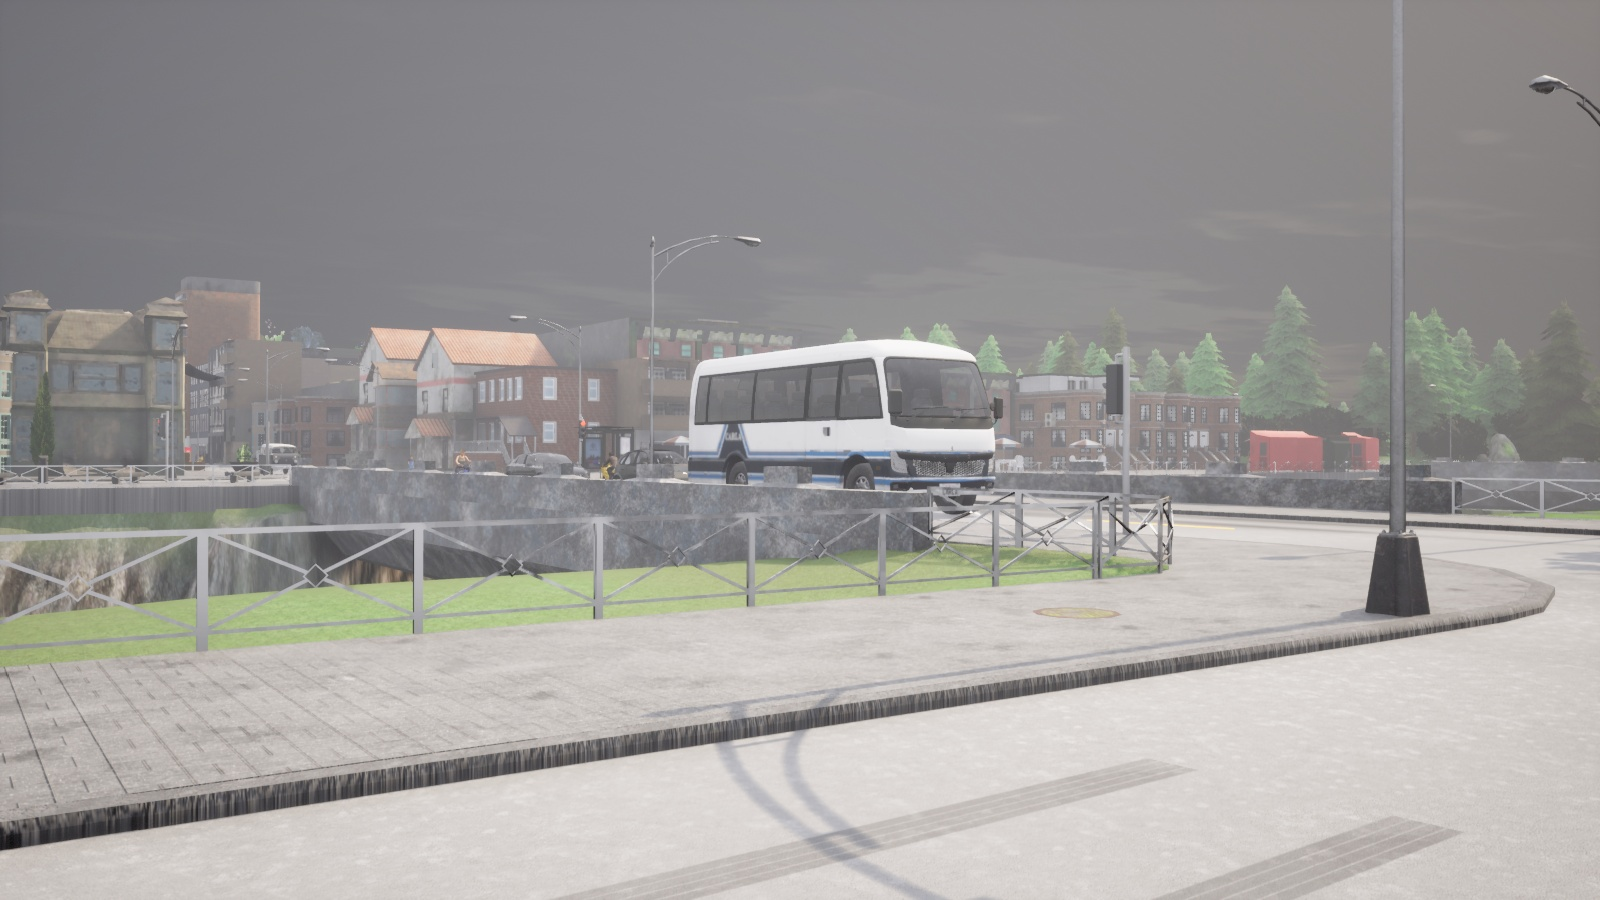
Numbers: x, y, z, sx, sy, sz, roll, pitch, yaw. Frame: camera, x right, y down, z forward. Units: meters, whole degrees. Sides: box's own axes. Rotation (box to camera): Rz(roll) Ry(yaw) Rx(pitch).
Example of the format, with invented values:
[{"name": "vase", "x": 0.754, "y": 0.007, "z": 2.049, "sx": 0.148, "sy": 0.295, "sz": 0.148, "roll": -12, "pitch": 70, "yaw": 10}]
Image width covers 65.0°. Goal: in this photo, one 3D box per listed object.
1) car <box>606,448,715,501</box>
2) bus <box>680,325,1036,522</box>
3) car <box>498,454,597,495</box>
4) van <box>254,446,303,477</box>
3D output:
[{"name": "car", "x": -4.535, "y": 0.751, "z": 40.350, "sx": 1.851, "sy": 1.617, "sz": 3.988, "roll": 0, "pitch": 0, "yaw": -33}, {"name": "bus", "x": 1.029, "y": -0.555, "z": 32.420, "sx": 3.944, "sy": 4.253, "sz": 10.273, "roll": 0, "pitch": 0, "yaw": -33}, {"name": "car", "x": -9.613, "y": 0.886, "z": 47.507, "sx": 1.837, "sy": 1.490, "sz": 4.892, "roll": 0, "pitch": 0, "yaw": -36}, {"name": "van", "x": -34.689, "y": 0.746, "z": 83.501, "sx": 2.069, "sy": 2.038, "sz": 4.480, "roll": 0, "pitch": 0, "yaw": -35}]
